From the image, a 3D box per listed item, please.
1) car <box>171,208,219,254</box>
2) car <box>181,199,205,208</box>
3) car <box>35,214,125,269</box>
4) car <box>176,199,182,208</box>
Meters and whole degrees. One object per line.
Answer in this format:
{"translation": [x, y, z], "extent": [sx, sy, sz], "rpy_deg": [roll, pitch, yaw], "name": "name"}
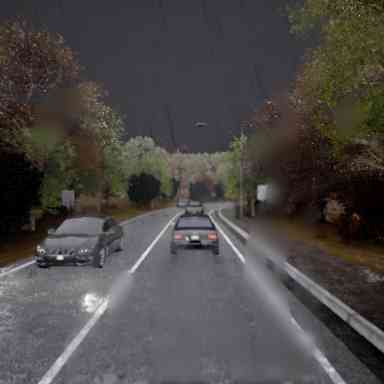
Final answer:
{"translation": [0.105, 1.625, 13.911], "extent": [2.033, 1.411, 5.357], "rpy_deg": [0, 0, 0], "name": "car"}
{"translation": [0.312, 1.666, 34.013], "extent": [2.128, 1.511, 4.902], "rpy_deg": [0, 1, 2], "name": "car"}
{"translation": [-3.592, 1.567, 11.491], "extent": [1.837, 1.490, 4.892], "rpy_deg": [0, 0, 0], "name": "car"}
{"translation": [-1.297, 1.813, 53.582], "extent": [2.128, 1.511, 4.902], "rpy_deg": [1, 0, 10], "name": "car"}
